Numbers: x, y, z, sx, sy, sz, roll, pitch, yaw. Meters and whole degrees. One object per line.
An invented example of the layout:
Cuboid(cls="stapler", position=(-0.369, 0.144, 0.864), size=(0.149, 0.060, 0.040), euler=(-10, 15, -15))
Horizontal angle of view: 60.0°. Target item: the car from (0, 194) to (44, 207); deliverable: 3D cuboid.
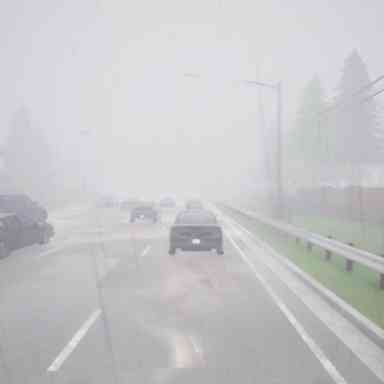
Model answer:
Cuboid(cls="car", position=(-10.330, 1.101, 18.869), size=(2.150, 2.045, 5.566), euler=(0, 0, 0))

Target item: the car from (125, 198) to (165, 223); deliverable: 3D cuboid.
Cuboid(cls="car", position=(-3.307, 1.395, 24.424), size=(1.837, 1.490, 4.892), euler=(0, 0, 0))

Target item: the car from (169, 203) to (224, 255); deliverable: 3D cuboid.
Cuboid(cls="car", position=(0.147, 1.428, 13.193), size=(1.882, 1.535, 5.008), euler=(0, 0, 0))

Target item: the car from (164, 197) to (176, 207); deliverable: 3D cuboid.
Cuboid(cls="car", position=(-3.258, 1.380, 44.953), size=(1.994, 1.385, 4.181), euler=(0, 0, 1))

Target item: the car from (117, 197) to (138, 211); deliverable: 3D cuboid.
Cuboid(cls="car", position=(-6.776, 1.304, 37.838), size=(1.882, 1.535, 5.008), euler=(0, 0, 1))

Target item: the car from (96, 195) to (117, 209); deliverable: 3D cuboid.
Cuboid(cls="car", position=(-10.241, 1.150, 40.915), size=(2.097, 1.767, 4.553), euler=(0, 0, 0))

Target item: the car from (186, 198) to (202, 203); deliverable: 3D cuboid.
Cuboid(cls="car", position=(0.255, 1.418, 39.103), size=(1.994, 1.385, 4.181), euler=(0, 0, 0))

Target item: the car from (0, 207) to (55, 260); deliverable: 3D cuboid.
Cuboid(cls="car", position=(-6.860, 1.471, 11.963), size=(2.033, 1.411, 5.357), euler=(0, 0, 0))
